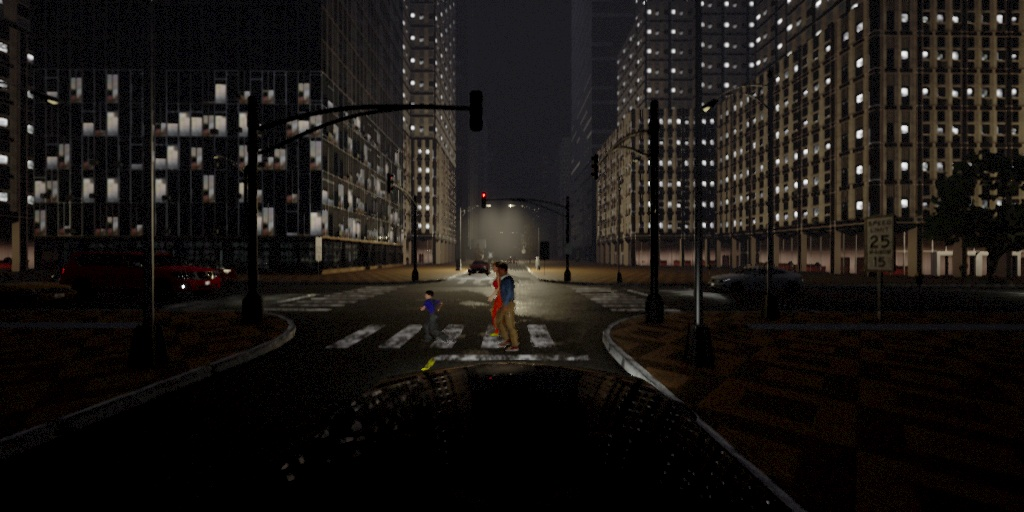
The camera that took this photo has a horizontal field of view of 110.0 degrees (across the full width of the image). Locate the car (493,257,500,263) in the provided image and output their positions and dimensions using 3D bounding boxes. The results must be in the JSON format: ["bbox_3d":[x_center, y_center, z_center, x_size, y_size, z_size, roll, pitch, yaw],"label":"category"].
[{"bbox_3d":[-3.039,1.017,48.959,1.837,1.490,4.892,0,2,0],"label":"car"}]

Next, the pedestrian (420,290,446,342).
[{"bbox_3d":[-1.756,1.291,7.969,0.375,1.300,0.375,0,0,0],"label":"pedestrian"}]

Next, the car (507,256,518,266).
[{"bbox_3d":[0.061,0.991,63.430,2.033,1.411,5.357,0,0,0],"label":"car"}]

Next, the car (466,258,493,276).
[{"bbox_3d":[-3.062,1.117,34.176,1.812,1.442,4.674,0,0,0],"label":"car"}]

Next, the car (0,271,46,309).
[{"bbox_3d":[-18.888,1.110,13.020,4.829,1.417,1.751,0,0,-1],"label":"car"}]

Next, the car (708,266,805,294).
[{"bbox_3d":[13.215,1.264,19.453,4.674,1.442,1.812,0,0,-1],"label":"car"}]

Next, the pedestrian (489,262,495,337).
[{"bbox_3d":[-0.307,1.008,8.565,0.375,1.860,0.375,0,0,0],"label":"pedestrian"}]

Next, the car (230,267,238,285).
[{"bbox_3d":[-19.190,1.015,21.656,4.097,1.591,1.967,0,0,-1],"label":"car"}]

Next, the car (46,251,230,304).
[{"bbox_3d":[-16.194,0.820,15.780,5.566,2.045,2.150,0,0,-1],"label":"car"}]

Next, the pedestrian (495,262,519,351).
[{"bbox_3d":[-0.109,1.017,7.366,0.375,1.860,0.375,0,0,0],"label":"pedestrian"}]
